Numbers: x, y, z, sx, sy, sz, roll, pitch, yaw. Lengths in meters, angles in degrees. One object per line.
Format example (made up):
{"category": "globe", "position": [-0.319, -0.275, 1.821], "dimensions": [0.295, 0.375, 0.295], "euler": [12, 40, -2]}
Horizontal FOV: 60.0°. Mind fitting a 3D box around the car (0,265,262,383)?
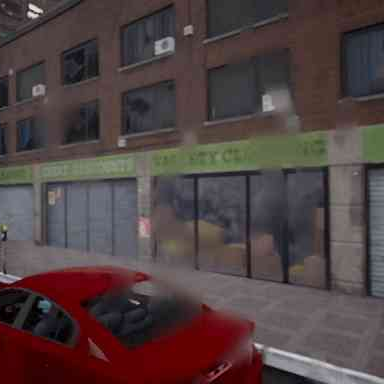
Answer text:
{"category": "car", "position": [-1.440, 1.565, 3.911], "dimensions": [4.507, 1.381, 1.887], "euler": [0, -1, 36]}
